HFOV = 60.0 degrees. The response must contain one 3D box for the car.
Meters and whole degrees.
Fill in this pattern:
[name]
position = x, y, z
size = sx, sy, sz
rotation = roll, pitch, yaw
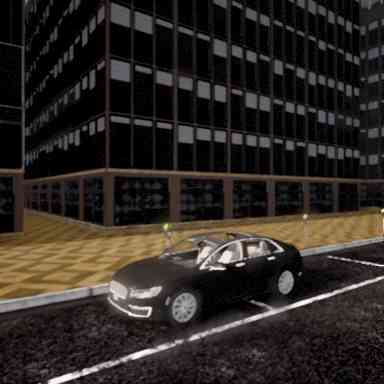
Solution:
[car]
position = 0.493, 1.537, 6.908
size = 4.403, 1.369, 2.008
rotation = 0, 0, -35
